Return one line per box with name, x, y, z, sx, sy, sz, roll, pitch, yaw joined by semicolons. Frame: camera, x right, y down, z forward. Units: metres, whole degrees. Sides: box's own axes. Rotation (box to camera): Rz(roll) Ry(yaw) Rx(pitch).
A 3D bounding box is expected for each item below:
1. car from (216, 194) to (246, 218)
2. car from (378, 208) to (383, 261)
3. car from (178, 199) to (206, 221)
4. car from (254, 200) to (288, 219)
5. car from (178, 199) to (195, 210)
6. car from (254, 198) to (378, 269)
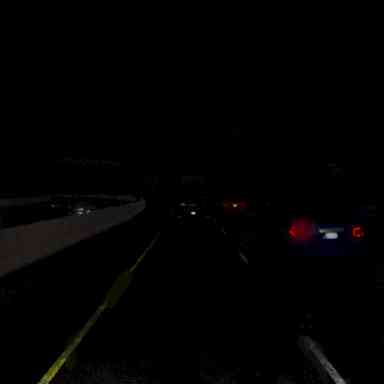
car;3.503;1.220;30.371;2.150;2.045;5.566;0;0;-2
car;7.118;1.528;12.086;1.812;1.442;4.674;0;0;0
car;0.066;1.561;27.147;1.994;1.385;4.181;0;0;-1
car;7.002;1.526;30.036;1.812;1.442;4.674;0;0;-1
car;-0.799;1.596;43.062;1.895;1.301;4.718;0;0;-6
car;3.617;1.222;11.286;2.150;2.045;5.566;0;0;0
